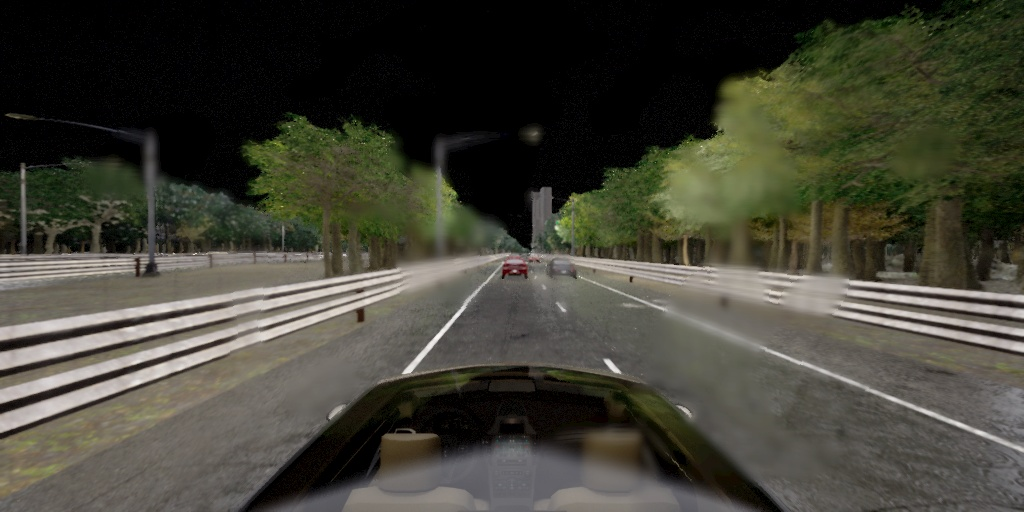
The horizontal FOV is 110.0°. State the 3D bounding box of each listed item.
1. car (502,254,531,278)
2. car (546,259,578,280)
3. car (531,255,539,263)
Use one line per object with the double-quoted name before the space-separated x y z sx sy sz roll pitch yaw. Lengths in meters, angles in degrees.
"car" 0.213 0.868 27.881 1.882 1.535 5.008 0 1 0
"car" 3.707 0.942 26.967 1.812 1.442 4.674 0 1 0
"car" 3.885 0.533 64.902 1.895 1.301 4.718 0 1 0
